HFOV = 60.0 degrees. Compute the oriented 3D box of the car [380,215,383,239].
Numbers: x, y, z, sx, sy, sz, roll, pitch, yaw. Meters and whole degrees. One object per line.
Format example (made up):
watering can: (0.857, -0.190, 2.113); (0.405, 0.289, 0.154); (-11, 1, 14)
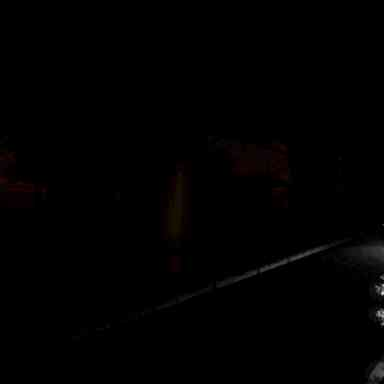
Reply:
car: (10.921, 1.551, 16.723); (2.128, 1.511, 4.902); (-1, -1, 41)
